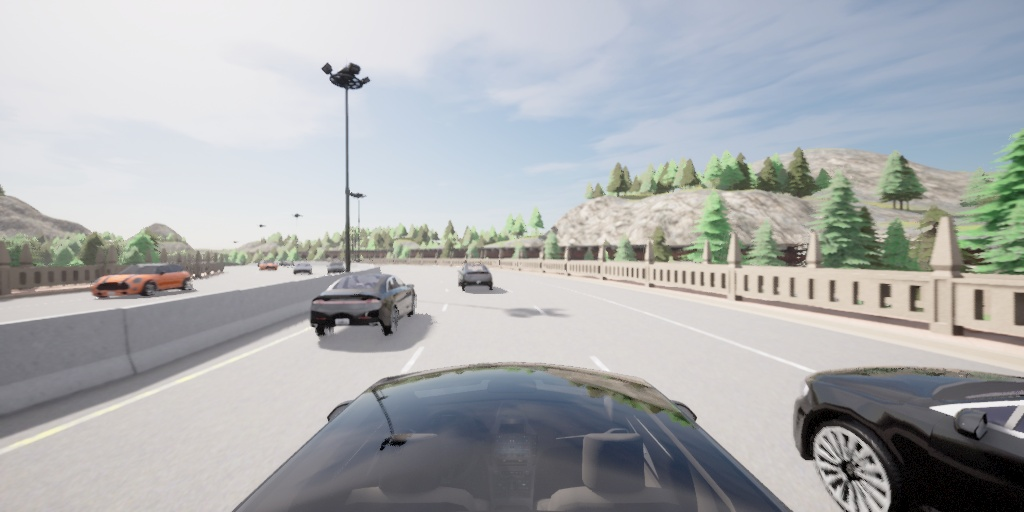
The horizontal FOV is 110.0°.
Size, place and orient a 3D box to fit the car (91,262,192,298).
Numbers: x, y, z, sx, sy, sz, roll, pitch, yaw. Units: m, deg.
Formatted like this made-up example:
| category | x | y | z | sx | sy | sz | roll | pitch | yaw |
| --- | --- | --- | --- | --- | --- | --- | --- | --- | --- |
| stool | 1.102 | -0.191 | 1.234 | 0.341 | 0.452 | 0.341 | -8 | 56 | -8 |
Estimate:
| category | x | y | z | sx | sy | sz | roll | pitch | yaw |
| --- | --- | --- | --- | --- | --- | --- | --- | --- | --- |
| car | -19.824 | 1.221 | 19.470 | 2.097 | 1.767 | 4.553 | 0 | 0 | -14 |

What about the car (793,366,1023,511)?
| category | x | y | z | sx | sy | sz | roll | pitch | yaw |
| --- | --- | --- | --- | --- | --- | --- | --- | --- | --- |
| car | 3.447 | 1.229 | 1.239 | 2.128 | 1.511 | 4.902 | 0 | 0 | 0 |

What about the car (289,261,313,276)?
| category | x | y | z | sx | sy | sz | roll | pitch | yaw |
| --- | --- | --- | --- | --- | --- | --- | --- | --- | --- |
| car | -24.349 | 1.489 | 41.903 | 2.033 | 1.411 | 5.357 | 0 | 0 | -27 |

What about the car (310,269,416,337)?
| category | x | y | z | sx | sy | sz | roll | pitch | yaw |
| --- | --- | --- | --- | --- | --- | --- | --- | --- | --- |
| car | -4.033 | 1.260 | 10.444 | 2.128 | 1.511 | 4.902 | 0 | 0 | -5 |

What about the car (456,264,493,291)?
| category | x | y | z | sx | sy | sz | roll | pitch | yaw |
| --- | --- | --- | --- | --- | --- | --- | --- | --- | --- |
| car | -2.350 | 1.259 | 22.261 | 2.128 | 1.511 | 4.902 | 0 | 0 | -12 |

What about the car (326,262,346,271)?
| category | x | y | z | sx | sy | sz | roll | pitch | yaw |
| --- | --- | --- | --- | --- | --- | --- | --- | --- | --- |
| car | -20.166 | 1.410 | 41.276 | 1.837 | 1.490 | 4.892 | 0 | 0 | -27 |
